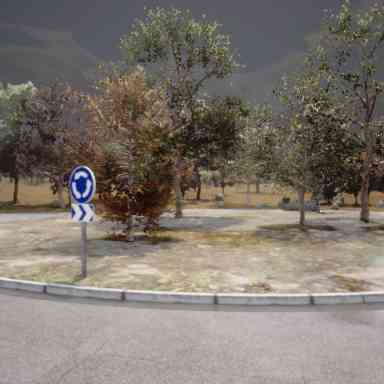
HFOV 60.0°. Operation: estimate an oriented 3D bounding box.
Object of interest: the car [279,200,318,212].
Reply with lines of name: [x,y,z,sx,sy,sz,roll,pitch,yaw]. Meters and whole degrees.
car: [11.845,1.559,37.088,4.181,1.385,1.994,-1,-1,37]
